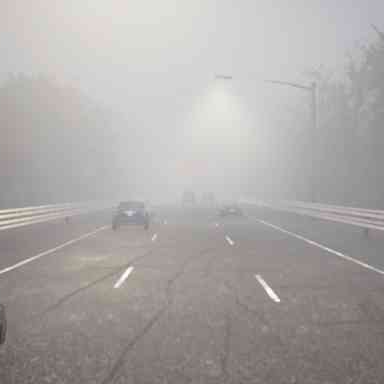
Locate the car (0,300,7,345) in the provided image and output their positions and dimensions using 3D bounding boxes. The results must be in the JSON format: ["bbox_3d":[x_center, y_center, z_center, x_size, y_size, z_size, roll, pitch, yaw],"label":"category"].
[{"bbox_3d":[-3.408,1.495,2.535,1.837,1.490,4.892,0,0,0],"label":"car"}]

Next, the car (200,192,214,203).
[{"bbox_3d":[2.785,1.066,60.207,2.150,2.045,5.566,0,-1,-1],"label":"car"}]

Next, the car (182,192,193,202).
[{"bbox_3d":[-0.996,0.941,70.969,2.150,2.045,5.566,0,0,-2],"label":"car"}]

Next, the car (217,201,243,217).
[{"bbox_3d":[3.326,1.498,29.863,1.994,1.385,4.181,0,0,0],"label":"car"}]

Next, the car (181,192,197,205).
[{"bbox_3d":[-0.464,1.005,53.010,2.150,2.045,5.566,0,-1,-1],"label":"car"}]

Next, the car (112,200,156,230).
[{"bbox_3d":[-3.497,1.273,20.777,2.097,1.767,4.553,0,0,0],"label":"car"}]
